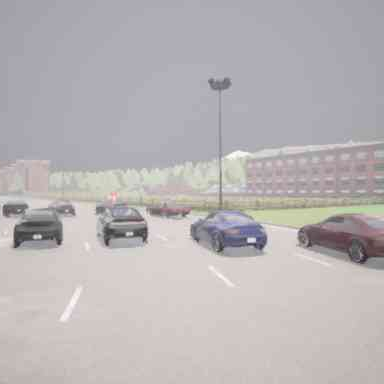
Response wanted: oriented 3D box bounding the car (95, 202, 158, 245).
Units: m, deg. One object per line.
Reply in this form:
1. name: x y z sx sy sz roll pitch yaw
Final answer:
1. car: -3.347 1.458 15.534 2.128 1.511 4.902 0 0 -21

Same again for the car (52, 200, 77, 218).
1. car: -12.285 1.498 31.272 1.812 1.442 4.674 -1 0 -33

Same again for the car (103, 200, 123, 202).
1. car: -7.302 1.432 30.130 2.128 1.511 4.902 -1 0 -33

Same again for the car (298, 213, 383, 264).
1. car: 5.538 1.443 11.519 1.812 1.442 4.674 0 0 -13

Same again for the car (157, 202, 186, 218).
1. car: -2.144 1.510 28.674 1.895 1.301 4.718 -1 0 -33

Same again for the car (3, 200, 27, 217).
1. car: -16.844 1.481 31.841 1.882 1.535 5.008 -1 0 -33

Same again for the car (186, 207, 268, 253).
1. car: 1.359 1.466 13.479 1.812 1.442 4.674 0 0 -17

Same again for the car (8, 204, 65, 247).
1. car: -6.930 1.498 15.224 1.837 1.490 4.892 0 0 -22

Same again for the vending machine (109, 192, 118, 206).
1. vending machine: -11.992 1.094 50.654 1.100 2.100 0.880 -1 0 -34
